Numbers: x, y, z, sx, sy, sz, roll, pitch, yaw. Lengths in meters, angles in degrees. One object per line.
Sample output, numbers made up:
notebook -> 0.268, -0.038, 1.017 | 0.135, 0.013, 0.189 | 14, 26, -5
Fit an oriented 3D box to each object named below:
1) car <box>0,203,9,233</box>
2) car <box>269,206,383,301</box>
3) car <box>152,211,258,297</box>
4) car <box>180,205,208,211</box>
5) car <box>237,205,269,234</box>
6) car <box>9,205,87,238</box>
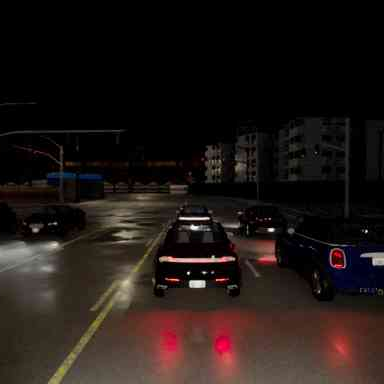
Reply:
car -> -10.525, 1.312, 16.164 | 2.097, 1.767, 4.553 | 0, 0, 1
car -> 3.607, 1.347, 8.491 | 2.097, 1.767, 4.553 | 0, 0, 0
car -> 0.106, 1.487, 8.584 | 2.128, 1.511, 4.902 | 0, 0, 0
car -> 0.116, 1.448, 17.997 | 2.128, 1.511, 4.902 | 0, 0, 0
car -> 3.615, 1.467, 17.613 | 1.837, 1.490, 4.892 | 0, 0, 0
car -> -7.008, 1.447, 17.393 | 2.128, 1.511, 4.902 | 0, 0, 1
